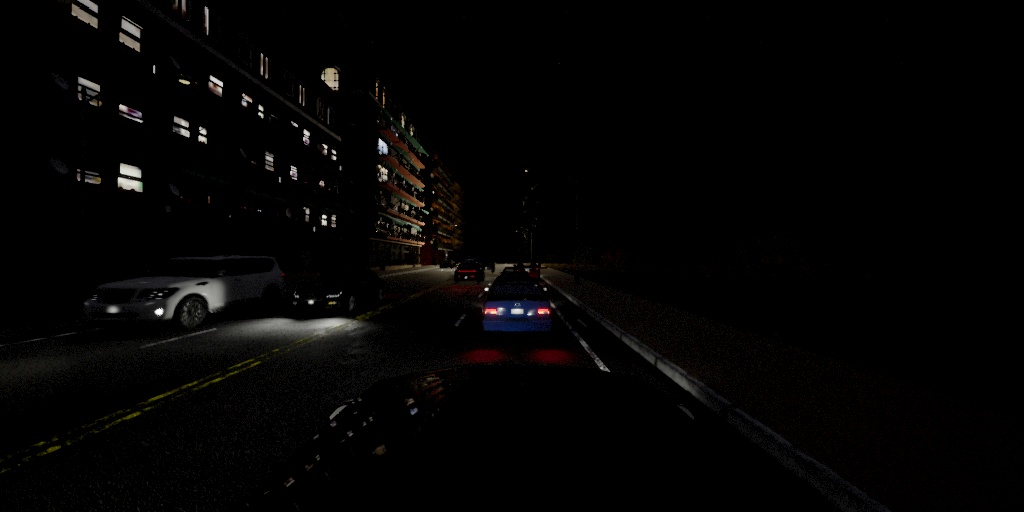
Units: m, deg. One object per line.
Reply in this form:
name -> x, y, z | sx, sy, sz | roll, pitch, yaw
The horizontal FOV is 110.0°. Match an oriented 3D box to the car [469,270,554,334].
car -> 0.117, 1.299, 10.613 | 2.033, 1.411, 5.357 | 0, 0, 0

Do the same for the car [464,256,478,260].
car -> -6.486, 0.974, 57.670 | 2.150, 2.045, 5.566 | 0, 0, 0

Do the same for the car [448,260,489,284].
car -> -3.106, 1.244, 26.758 | 2.128, 1.511, 4.902 | 0, 0, 0

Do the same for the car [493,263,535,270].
car -> 0.128, 1.317, 20.946 | 1.994, 1.385, 4.181 | 0, 0, 1

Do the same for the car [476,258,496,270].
car -> -3.068, 1.253, 44.480 | 1.837, 1.490, 4.892 | 0, -2, 0

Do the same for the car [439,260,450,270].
car -> -9.748, 1.300, 54.691 | 2.033, 1.411, 5.357 | 0, 0, 0

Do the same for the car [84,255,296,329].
car -> -9.833, 0.973, 11.600 | 2.150, 2.045, 5.566 | 0, 0, 0

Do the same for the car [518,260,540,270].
car -> 1.188, 1.105, 29.880 | 2.097, 1.767, 4.553 | 0, 0, 0

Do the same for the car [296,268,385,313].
car -> -6.580, 1.257, 14.169 | 1.837, 1.490, 4.892 | 0, 0, 0
